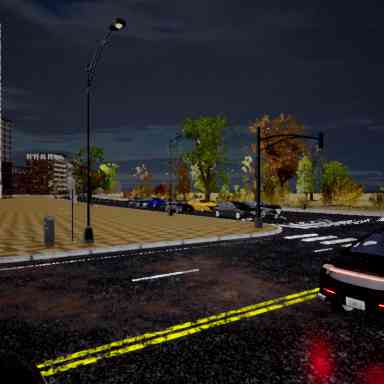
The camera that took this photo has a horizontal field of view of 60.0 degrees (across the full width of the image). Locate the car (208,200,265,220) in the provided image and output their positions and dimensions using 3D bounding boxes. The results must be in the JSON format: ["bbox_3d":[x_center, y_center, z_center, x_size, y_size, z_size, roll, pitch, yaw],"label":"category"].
[{"bbox_3d":[3.787,1.565,29.241,1.837,1.490,4.892,0,0,-32],"label":"car"}]

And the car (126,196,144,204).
[{"bbox_3d":[-11.952,1.665,68.866,2.033,1.411,5.357,0,0,-29],"label":"car"}]

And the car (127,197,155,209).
[{"bbox_3d":[-7.785,1.602,48.191,2.128,1.511,4.902,0,0,-31],"label":"car"}]

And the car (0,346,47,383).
[{"bbox_3d":[-3.082,1.492,1.210,4.902,1.511,2.128,0,0,-35],"label":"car"}]

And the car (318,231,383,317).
[{"bbox_3d":[4.502,1.491,6.453,4.902,1.511,2.128,0,0,-34],"label":"car"}]

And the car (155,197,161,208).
[{"bbox_3d":[-5.562,1.577,50.823,1.882,1.535,5.008,0,0,-31],"label":"car"}]

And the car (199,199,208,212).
[{"bbox_3d":[1.104,1.550,39.769,1.882,1.535,5.008,0,0,-32],"label":"car"}]

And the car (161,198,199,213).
[{"bbox_3d":[-1.427,1.648,37.674,1.994,1.385,4.181,0,0,-32],"label":"car"}]

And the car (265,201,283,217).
[{"bbox_3d":[6.334,1.541,31.300,2.128,1.511,4.902,0,0,-32],"label":"car"}]
